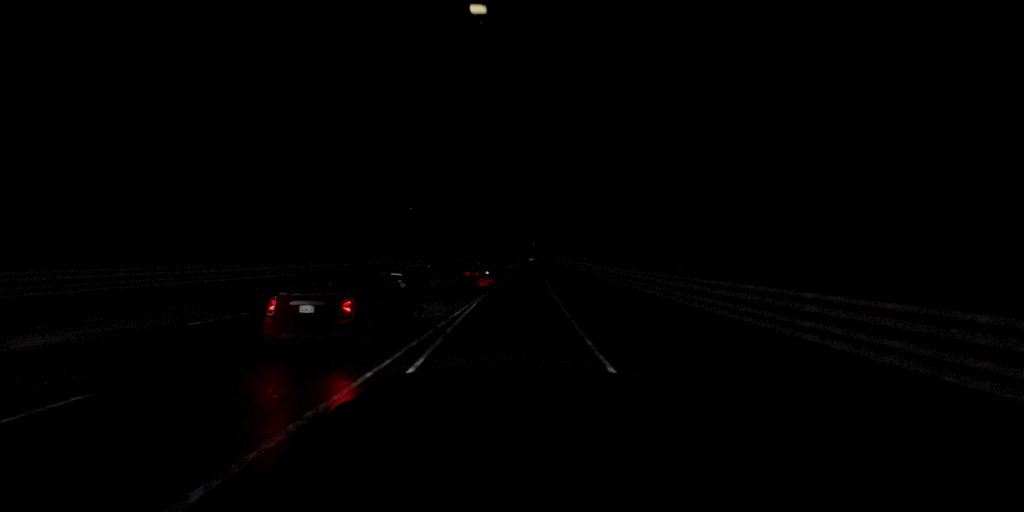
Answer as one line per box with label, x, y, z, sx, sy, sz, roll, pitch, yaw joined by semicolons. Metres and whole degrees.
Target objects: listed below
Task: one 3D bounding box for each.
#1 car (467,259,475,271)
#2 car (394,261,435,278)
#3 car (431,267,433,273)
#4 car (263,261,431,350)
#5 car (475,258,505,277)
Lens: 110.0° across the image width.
car;-4.567;1.177;46.404;2.128;1.511;4.902;0;0;4
car;-9.050;1.215;33.704;2.033;1.411;5.357;1;0;4
car;-6.468;1.186;21.486;2.128;1.511;4.902;0;0;4
car;-3.893;1.073;9.208;2.097;1.767;4.553;0;0;4
car;-1.993;1.219;34.180;1.837;1.490;4.892;0;0;4
